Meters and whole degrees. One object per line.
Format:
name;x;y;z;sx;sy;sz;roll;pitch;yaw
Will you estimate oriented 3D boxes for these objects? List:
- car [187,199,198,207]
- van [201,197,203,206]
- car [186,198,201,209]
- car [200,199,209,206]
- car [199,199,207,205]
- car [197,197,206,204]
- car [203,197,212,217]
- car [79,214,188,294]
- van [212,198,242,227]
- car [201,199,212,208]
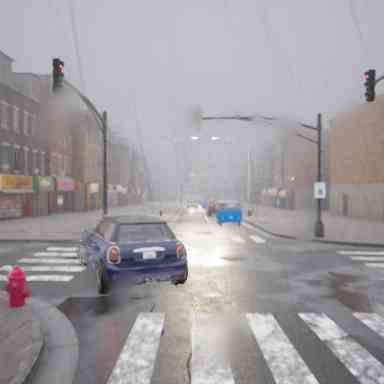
car;0.034;2.108;65.228;2.128;1.511;4.902;0;-1;0
van;2.642;1.775;50.835;1.690;1.788;3.998;-1;-1;0
car;0.031;2.089;55.262;1.895;1.301;4.718;0;-1;0
car;2.656;2.293;71.991;1.802;1.307;4.206;-2;-1;0
car;2.660;2.417;82.572;1.887;1.381;4.507;-2;-1;0
car;2.658;2.362;93.155;2.192;1.841;5.009;-2;-1;0
car;2.635;1.577;34.966;2.192;1.841;5.009;-1;-1;0
car;-1.836;1.413;9.418;2.097;1.767;4.553;0;1;-24
van;2.631;1.509;24.384;1.690;1.788;3.998;-1;-1;0
car;2.651;2.110;61.412;1.887;1.381;4.507;-1;-1;0
